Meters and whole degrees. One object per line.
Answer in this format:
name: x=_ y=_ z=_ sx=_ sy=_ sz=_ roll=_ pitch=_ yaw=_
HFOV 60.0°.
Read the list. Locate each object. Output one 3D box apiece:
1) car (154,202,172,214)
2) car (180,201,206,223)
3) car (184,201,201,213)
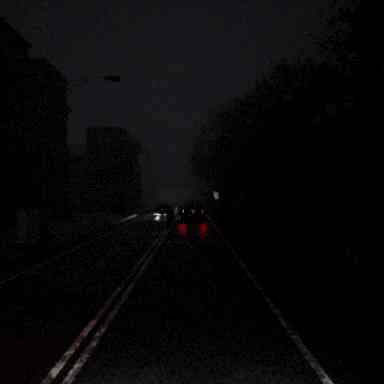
car: x=-3.391 y=1.861 z=39.762 sx=1.994 sy=1.385 sz=4.181 roll=0 pitch=0 yaw=0
car: x=0.085 y=1.563 z=28.374 sx=2.097 sy=1.767 sz=4.553 roll=0 pitch=1 yaw=0
car: x=0.040 y=1.859 z=42.880 sx=2.033 sy=1.411 sz=5.357 roll=0 pitch=0 yaw=0
